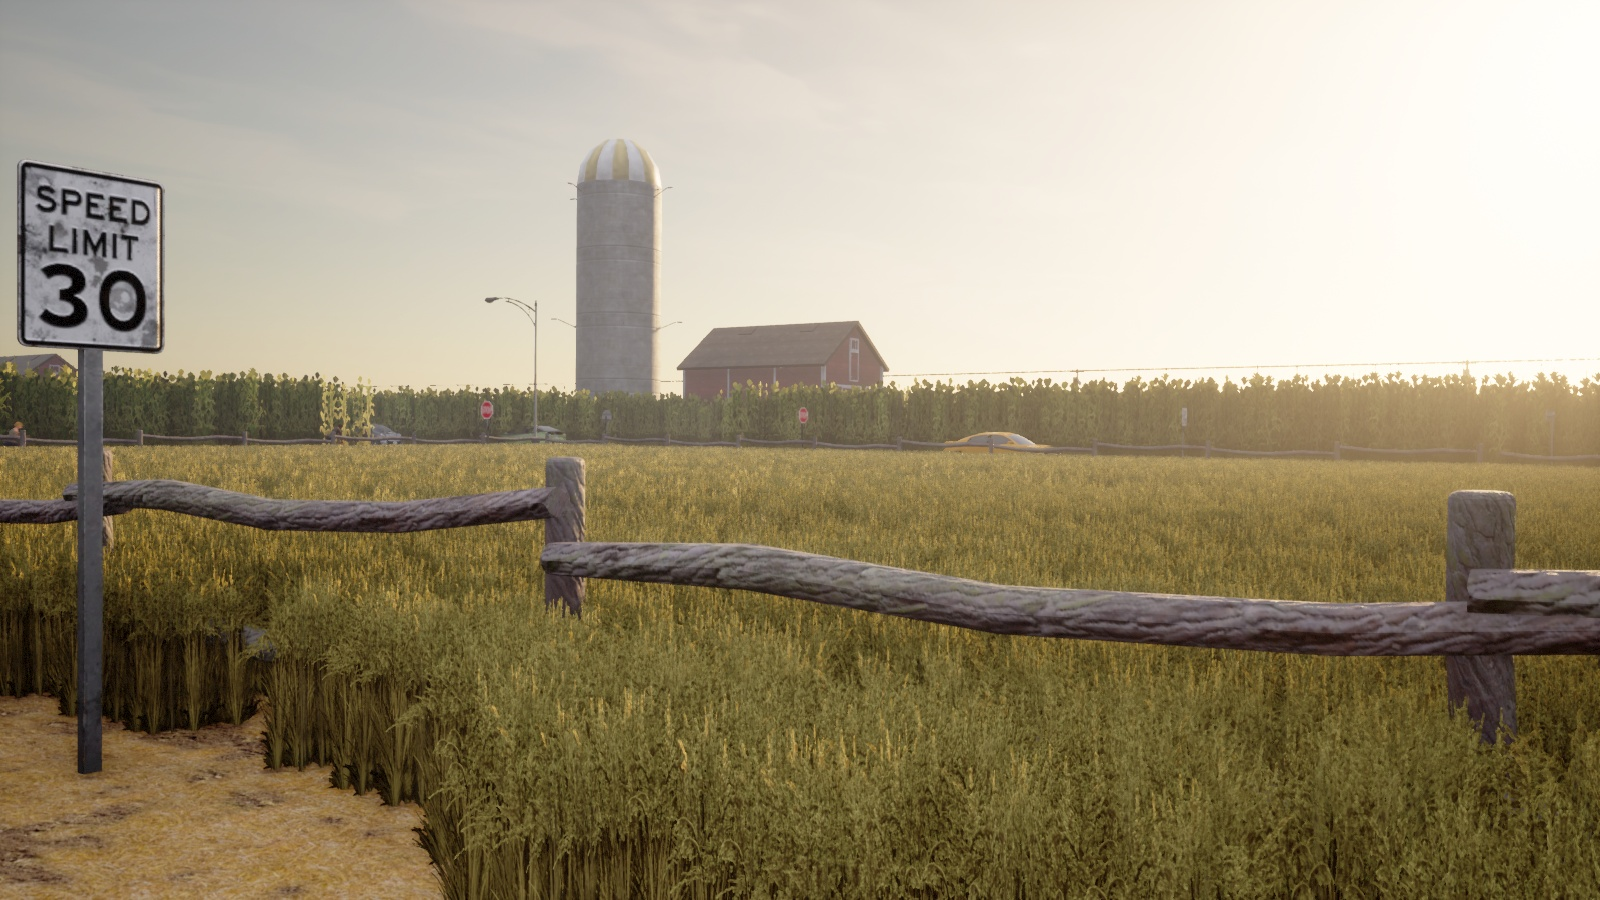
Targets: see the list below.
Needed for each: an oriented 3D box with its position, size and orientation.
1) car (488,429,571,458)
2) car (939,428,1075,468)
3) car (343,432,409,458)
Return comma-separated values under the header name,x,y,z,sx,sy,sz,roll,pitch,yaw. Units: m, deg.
name,x,y,z,sx,sy,sz,roll,pitch,yaw
car,-15.189,-0.392,70.377,4.514,1.525,2.007,1,2,36
car,8.174,-0.109,49.869,5.008,1.535,1.882,0,1,36
car,-24.831,-0.291,73.466,3.633,1.501,1.845,0,1,36
